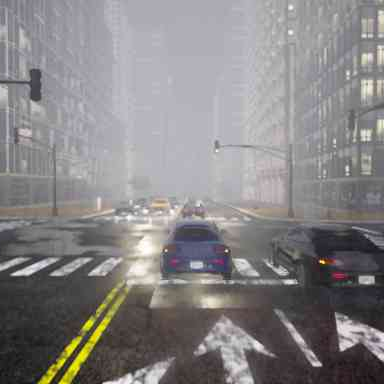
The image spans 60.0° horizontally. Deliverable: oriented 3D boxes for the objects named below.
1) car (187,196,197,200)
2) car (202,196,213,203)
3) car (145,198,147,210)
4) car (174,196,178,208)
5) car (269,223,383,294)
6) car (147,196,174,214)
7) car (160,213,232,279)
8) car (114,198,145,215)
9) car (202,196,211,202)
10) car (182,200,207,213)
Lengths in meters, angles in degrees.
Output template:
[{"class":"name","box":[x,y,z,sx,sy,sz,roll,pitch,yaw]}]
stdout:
[{"class":"car","box":[0.023,1.554,65.595,2.033,1.411,5.357,0,0,0]},{"class":"car","box":[3.273,1.607,67.109,1.895,1.301,4.718,0,0,0]},{"class":"car","box":[-6.566,1.516,44.205,1.837,1.490,4.892,0,0,0]},{"class":"car","box":[-3.312,1.612,45.238,1.895,1.301,4.718,0,0,0]},{"class":"car","box":[3.348,1.543,8.682,1.812,1.442,4.674,0,-1,0]},{"class":"car","box":[-3.331,1.489,35.859,1.882,1.535,5.008,0,0,0]},{"class":"car","box":[0.108,1.560,9.950,1.812,1.442,4.674,0,-1,0]},{"class":"car","box":[-6.586,1.559,34.467,2.033,1.411,5.357,0,0,0]},{"class":"car","box":[3.276,1.553,77.280,1.994,1.385,4.181,0,0,0]},{"class":"car","box":[0.120,1.610,29.754,1.895,1.301,4.718,0,0,0]}]
